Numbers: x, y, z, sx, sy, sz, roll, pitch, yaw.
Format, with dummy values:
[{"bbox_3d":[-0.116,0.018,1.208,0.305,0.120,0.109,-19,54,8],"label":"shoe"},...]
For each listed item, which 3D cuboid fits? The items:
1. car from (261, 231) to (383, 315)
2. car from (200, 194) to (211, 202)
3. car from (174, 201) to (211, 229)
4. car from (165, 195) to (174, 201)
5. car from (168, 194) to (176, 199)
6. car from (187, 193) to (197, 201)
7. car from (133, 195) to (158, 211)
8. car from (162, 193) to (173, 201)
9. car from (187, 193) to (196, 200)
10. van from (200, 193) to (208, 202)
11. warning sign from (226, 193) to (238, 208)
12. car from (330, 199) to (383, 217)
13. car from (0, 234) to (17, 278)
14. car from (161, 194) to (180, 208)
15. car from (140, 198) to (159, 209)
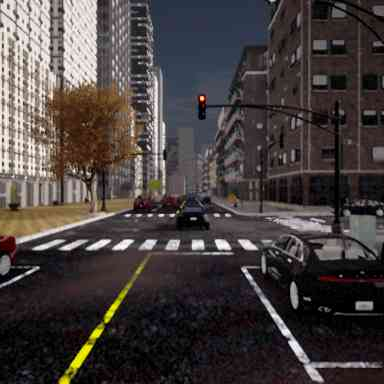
[{"bbox_3d":[2.684,1.532,7.362,2.008,1.369,4.403,0,0,0],"label":"car"},{"bbox_3d":[2.658,1.445,61.841,1.947,1.339,4.313,0,0,0],"label":"car"},{"bbox_3d":[0.077,1.513,21.205,1.994,1.385,4.181,0,0,0],"label":"car"},{"bbox_3d":[-5.734,1.408,83.929,2.008,1.369,4.403,0,0,0],"label":"car"},{"bbox_3d":[-5.739,1.401,94.974,2.008,1.369,4.403,0,0,0],"label":"car"},{"bbox_3d":[-0.036,1.433,69.452,1.994,1.385,4.181,0,0,0],"label":"car"},{"bbox_3d":[-5.713,1.230,39.745,2.192,1.841,5.009,0,0,0],"label":"car"},{"bbox_3d":[-5.731,1.176,78.405,2.192,1.841,5.009,0,0,0],"label":"car"},{"bbox_3d":[-0.039,1.066,79.462,2.097,1.767,4.553,0,0,0],"label":"car"},{"bbox_3d":[2.652,1.208,72.887,1.690,1.788,3.998,0,0,0],"label":"van"},{"bbox_3d":[5.047,1.027,41.875,1.300,1.860,1.060,0,0,0],"label":"warning sign"},{"bbox_3d":[13.411,1.278,26.772,4.403,1.369,2.008,-1,1,-1],"label":"car"},{"bbox_3d":[-5.696,1.525,7.358,1.887,1.381,4.507,0,0,0],"label":"car"},{"bbox_3d":[-3.117,1.380,46.935,1.882,1.535,5.008,0,0,0],"label":"car"},{"bbox_3d":[-5.715,1.471,45.269,1.947,1.339,4.313,0,0,0],"label":"car"}]
